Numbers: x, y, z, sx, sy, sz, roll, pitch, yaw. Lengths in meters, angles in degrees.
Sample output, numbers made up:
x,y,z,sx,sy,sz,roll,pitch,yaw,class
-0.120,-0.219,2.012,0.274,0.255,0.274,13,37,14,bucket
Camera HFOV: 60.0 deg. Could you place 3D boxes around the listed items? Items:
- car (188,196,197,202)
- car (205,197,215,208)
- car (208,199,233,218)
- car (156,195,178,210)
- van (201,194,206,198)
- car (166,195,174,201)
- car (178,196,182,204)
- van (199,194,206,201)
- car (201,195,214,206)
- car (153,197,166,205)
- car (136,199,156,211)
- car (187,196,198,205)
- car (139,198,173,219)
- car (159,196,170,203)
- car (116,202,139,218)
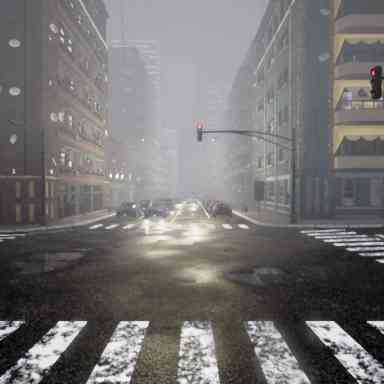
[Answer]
x,y,z,sx,sy,sz,roll,pitch,yaw,class
0.052,1.451,69.792,1.895,1.301,4.718,0,0,0,car
2.711,1.570,35.822,1.947,1.339,4.313,0,0,0,car
2.707,1.584,30.299,1.802,1.307,4.206,0,0,0,car
-3.065,1.509,41.326,1.837,1.490,4.892,0,0,0,car
2.721,1.353,52.393,1.690,1.788,3.998,0,0,0,van
-5.635,1.561,85.382,1.752,1.417,4.829,0,0,0,car
-2.969,1.511,62.190,2.128,1.511,4.902,0,0,0,car
2.745,1.377,85.534,1.690,1.788,3.998,-1,0,0,van
2.719,1.554,46.869,1.887,1.381,4.507,0,0,0,car
-5.654,1.560,57.935,1.887,1.381,4.507,0,0,0,car
-5.666,1.572,41.364,1.947,1.339,4.313,0,0,0,car
0.044,1.542,59.757,1.812,1.442,4.674,0,0,0,car
-3.079,1.549,29.823,2.033,1.411,5.357,0,0,0,car
-5.646,1.604,68.982,1.802,1.307,4.206,0,0,0,car
-5.674,1.568,30.317,1.947,1.339,4.313,0,0,0,car
